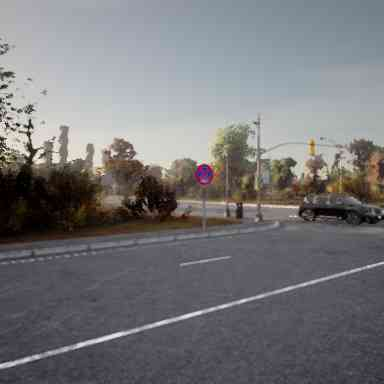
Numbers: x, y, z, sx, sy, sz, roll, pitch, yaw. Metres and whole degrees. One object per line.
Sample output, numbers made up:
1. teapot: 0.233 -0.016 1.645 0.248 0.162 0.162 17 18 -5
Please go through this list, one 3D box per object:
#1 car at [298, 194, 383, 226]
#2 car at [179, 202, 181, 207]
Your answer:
1. car: 9.719 1.145 22.169 2.150 2.045 5.566 -1 0 -32
2. car: -3.490 1.362 43.210 2.033 1.411 5.357 -1 1 -32
